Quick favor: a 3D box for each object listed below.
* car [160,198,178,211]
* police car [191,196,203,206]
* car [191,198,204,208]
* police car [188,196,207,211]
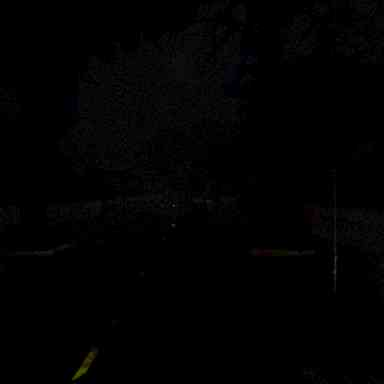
[{"bbox_3d":[-2.853,1.564,41.811,1.837,1.490,4.892,0,0,0],"label":"car"},{"bbox_3d":[0.806,1.537,56.874,1.930,1.638,5.238,0,0,0],"label":"police car"},{"bbox_3d":[0.809,1.613,50.760,1.812,1.442,4.674,0,0,0],"label":"car"},{"bbox_3d":[0.812,1.482,40.866,1.930,1.638,5.238,0,0,0],"label":"police car"}]
